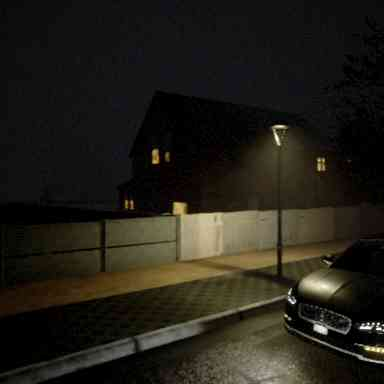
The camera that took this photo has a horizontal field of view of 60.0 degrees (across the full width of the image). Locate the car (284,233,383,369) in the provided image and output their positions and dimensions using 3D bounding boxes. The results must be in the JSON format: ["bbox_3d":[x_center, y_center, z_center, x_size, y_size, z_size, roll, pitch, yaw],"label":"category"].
[{"bbox_3d":[3.614,1.509,5.619,4.892,1.490,1.837,1,0,-35],"label":"car"}]
